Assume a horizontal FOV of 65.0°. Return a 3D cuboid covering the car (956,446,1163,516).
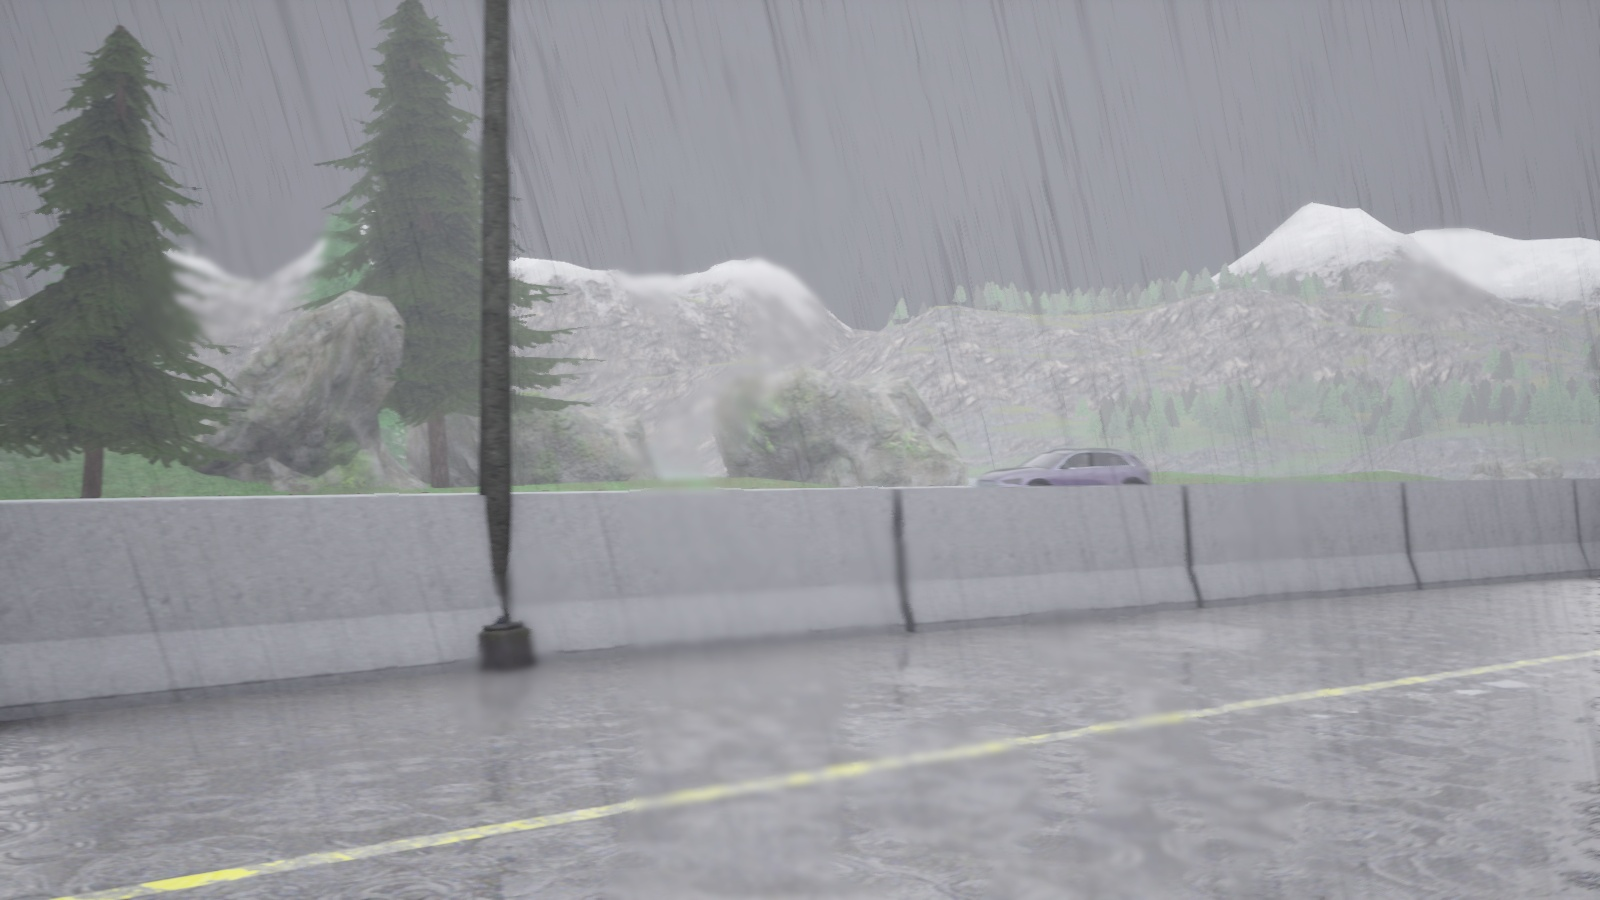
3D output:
[{"bbox_3d":[6.530,0.729,31.522,4.856,1.649,2.033,0,0,-26],"label":"car"}]
